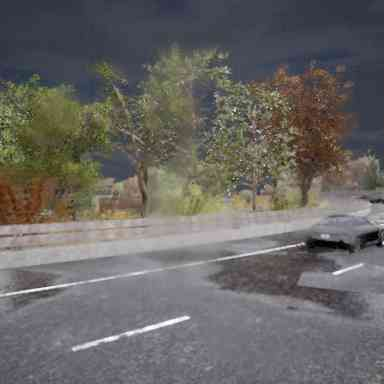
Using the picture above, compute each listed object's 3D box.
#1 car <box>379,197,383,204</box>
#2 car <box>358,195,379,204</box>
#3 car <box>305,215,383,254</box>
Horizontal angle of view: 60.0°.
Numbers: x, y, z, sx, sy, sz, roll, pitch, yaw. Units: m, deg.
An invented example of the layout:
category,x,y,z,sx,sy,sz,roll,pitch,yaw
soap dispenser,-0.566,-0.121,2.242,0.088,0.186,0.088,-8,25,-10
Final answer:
category,x,y,z,sx,sy,sz,roll,pitch,yaw
car,42.306,1.885,73.478,1.882,1.535,5.008,0,0,7
car,38.858,1.633,74.089,2.150,2.045,5.566,0,0,7
car,6.524,1.646,13.975,4.181,1.385,1.994,0,0,-43
